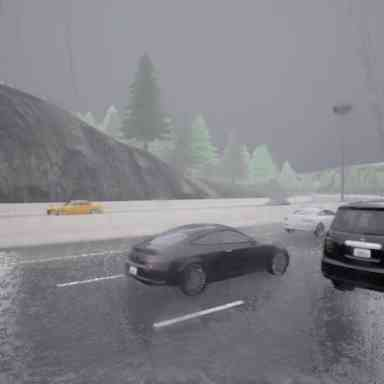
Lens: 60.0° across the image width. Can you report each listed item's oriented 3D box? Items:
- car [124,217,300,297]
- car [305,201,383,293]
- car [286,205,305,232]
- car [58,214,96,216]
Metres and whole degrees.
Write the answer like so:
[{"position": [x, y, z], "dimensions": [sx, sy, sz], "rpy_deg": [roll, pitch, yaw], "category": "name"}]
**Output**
[{"position": [0.551, 1.539, 8.644], "dimensions": [4.674, 1.442, 1.812], "rpy_deg": [0, 0, -37], "category": "car"}, {"position": [5.300, 1.229, 7.875], "dimensions": [5.566, 2.045, 2.150], "rpy_deg": [0, 0, -38], "category": "car"}, {"position": [6.832, 1.547, 18.184], "dimensions": [4.674, 1.442, 1.812], "rpy_deg": [0, 0, -40], "category": "car"}, {"position": [-10.850, 1.538, 31.060], "dimensions": [5.008, 1.535, 1.882], "rpy_deg": [0, 0, -39], "category": "car"}]
